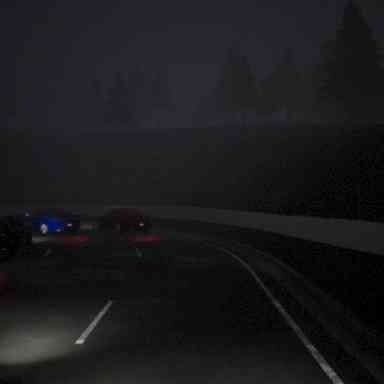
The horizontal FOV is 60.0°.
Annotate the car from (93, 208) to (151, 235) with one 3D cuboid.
[{"bbox_3d":[-4.519,1.750,21.076,1.882,1.535,5.008,2,-2,-40],"label":"car"}]

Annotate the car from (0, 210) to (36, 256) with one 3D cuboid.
[{"bbox_3d":[-7.905,1.681,13.710,1.837,1.490,4.892,2,-1,-18],"label":"car"}]

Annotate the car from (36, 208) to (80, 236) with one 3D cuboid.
[{"bbox_3d":[-8.887,1.741,20.468,5.008,1.535,1.882,-1,-2,39],"label":"car"}]
